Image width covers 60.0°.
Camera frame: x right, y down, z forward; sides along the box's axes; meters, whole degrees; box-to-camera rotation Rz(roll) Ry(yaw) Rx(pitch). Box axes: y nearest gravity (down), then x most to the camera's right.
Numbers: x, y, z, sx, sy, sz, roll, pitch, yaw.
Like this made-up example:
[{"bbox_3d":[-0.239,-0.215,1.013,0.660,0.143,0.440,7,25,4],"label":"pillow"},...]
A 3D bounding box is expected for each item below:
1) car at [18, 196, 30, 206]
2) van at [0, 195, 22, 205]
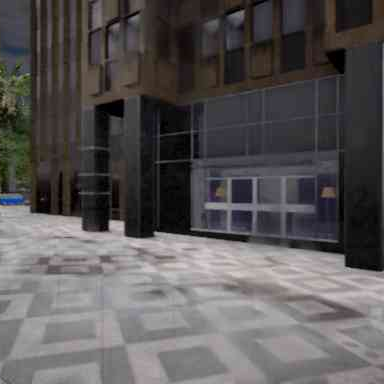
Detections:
[{"bbox_3d":[-23.964,1.610,51.597,1.802,1.307,4.206,-1,-1,36],"label":"car"},{"bbox_3d":[-30.893,1.338,56.568,1.690,1.788,3.998,-1,-1,36],"label":"van"}]
